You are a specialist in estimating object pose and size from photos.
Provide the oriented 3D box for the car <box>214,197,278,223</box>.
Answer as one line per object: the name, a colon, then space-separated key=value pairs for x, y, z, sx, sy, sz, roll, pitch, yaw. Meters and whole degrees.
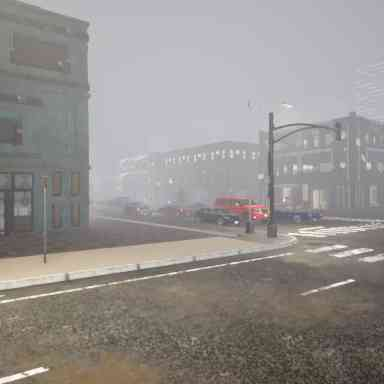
car: x=3.939 y=1.445 z=27.207 sx=2.150 sy=2.045 sz=5.566 roll=-1 pitch=0 yaw=-35

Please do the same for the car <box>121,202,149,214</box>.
car: x=-7.428 y=2.011 z=43.242 sx=1.994 sy=1.385 sz=4.181 roll=-1 pitch=0 yaw=-35

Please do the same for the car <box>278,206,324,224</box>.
car: x=7.905 y=1.764 z=26.510 sx=1.895 sy=1.301 sz=4.718 roll=-1 pitch=0 yaw=-33

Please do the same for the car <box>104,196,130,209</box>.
car: x=-12.084 y=1.774 z=55.295 sx=2.150 sy=2.045 sz=5.566 roll=-1 pitch=0 yaw=-35

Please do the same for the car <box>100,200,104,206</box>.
car: x=-15.252 y=1.939 z=64.213 sx=2.192 sy=1.841 sz=5.009 roll=-1 pitch=0 yaw=-35

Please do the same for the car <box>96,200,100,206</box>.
car: x=-18.452 y=2.227 z=68.726 sx=1.887 sy=1.381 sz=4.507 roll=-1 pitch=0 yaw=-35

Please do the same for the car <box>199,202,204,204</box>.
car: x=0.779 y=1.903 z=41.650 sx=1.802 sy=1.307 sz=4.206 roll=-2 pitch=0 yaw=-35

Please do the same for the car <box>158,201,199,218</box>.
car: x=-1.713 y=1.937 z=35.176 sx=1.895 sy=1.301 sz=4.718 roll=-1 pitch=0 yaw=-35

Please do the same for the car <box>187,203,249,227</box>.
car: x=1.884 y=1.814 z=25.412 sx=1.947 sy=1.339 sz=4.313 roll=-1 pitch=0 yaw=-35

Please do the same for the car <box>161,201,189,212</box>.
car: x=-2.425 y=1.965 z=46.162 sx=1.802 sy=1.307 sz=4.206 roll=-2 pitch=0 yaw=-35

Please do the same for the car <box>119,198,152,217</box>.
car: x=-6.055 y=1.846 z=36.795 sx=1.967 sy=1.590 sz=4.097 roll=-1 pitch=0 yaw=-35

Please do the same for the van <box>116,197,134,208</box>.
van: x=-12.047 y=1.906 z=59.700 sx=1.690 sy=1.788 sz=3.998 roll=-1 pitch=0 yaw=-35
